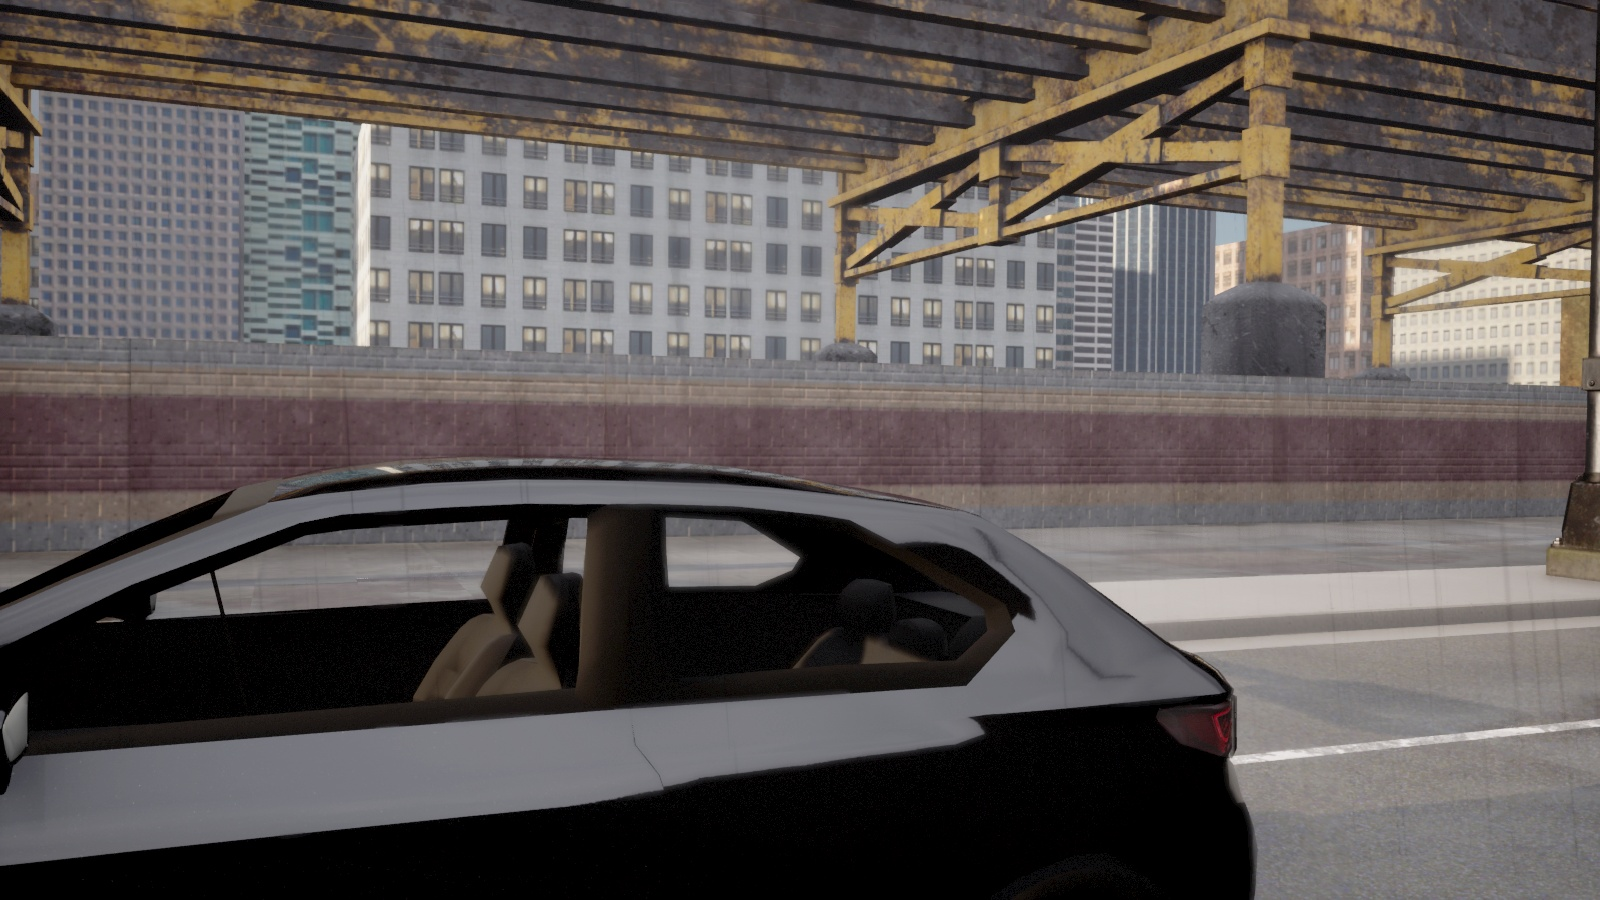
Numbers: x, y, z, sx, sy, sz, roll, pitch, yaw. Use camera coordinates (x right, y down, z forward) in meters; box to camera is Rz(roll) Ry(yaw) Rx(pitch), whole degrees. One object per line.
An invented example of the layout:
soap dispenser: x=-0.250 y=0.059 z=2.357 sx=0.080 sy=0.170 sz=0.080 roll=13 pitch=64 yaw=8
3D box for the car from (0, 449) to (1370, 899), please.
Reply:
car: x=-1.042 y=0.777 z=2.843 sx=4.193 sy=1.474 sz=1.816 roll=-1 pitch=1 yaw=-21
